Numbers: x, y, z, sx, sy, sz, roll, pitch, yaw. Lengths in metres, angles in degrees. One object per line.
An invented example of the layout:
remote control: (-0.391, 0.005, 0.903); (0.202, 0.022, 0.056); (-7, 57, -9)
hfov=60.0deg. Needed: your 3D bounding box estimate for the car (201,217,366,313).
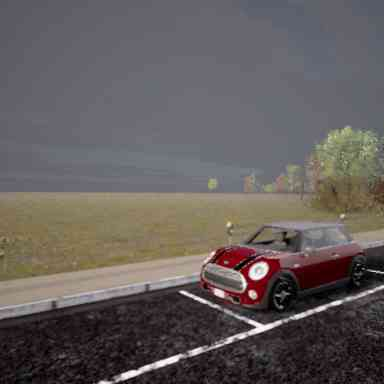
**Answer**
car: (2.161, 1.442, 7.626); (4.097, 1.590, 1.967); (0, 1, -35)
